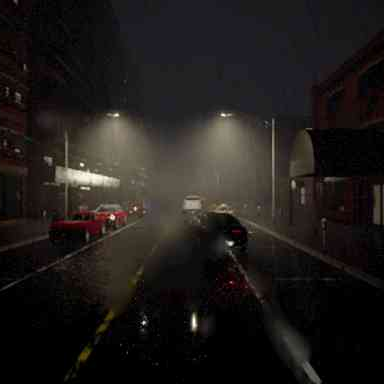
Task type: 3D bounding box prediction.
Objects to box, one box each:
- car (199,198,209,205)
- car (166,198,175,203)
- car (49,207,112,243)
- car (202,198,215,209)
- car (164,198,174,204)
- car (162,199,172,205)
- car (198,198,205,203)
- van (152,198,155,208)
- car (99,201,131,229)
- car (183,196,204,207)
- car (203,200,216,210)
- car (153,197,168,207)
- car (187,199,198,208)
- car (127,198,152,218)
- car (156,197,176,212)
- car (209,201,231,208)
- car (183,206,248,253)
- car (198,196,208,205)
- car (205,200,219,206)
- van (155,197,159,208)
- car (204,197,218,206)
[{"bbox_3d":[2.639,2.040,72.367,1.967,1.590,4.097,0,-1,0],"label":"car"},{"bbox_3d":[-5.754,2.307,88.976,2.008,1.369,4.403,0,-1,0],"label":"car"},{"bbox_3d":[-5.701,1.674,16.969,1.887,1.381,4.507,0,0,0],"label":"car"},{"bbox_3d":[2.651,1.890,55.750,1.967,1.590,4.097,0,-1,0],"label":"car"},{"bbox_3d":[-5.750,2.253,83.438,2.008,1.369,4.403,0,-1,0],"label":"car"},{"bbox_3d":[-5.746,2.216,77.900,1.947,1.339,4.313,0,-1,0],"label":"car"},{"bbox_3d":[2.622,2.378,94.521,1.947,1.339,4.313,0,-1,0],"label":"car"},{"bbox_3d":[-5.717,1.647,39.128,1.690,1.788,3.998,0,0,0],"label":"van"},{"bbox_3d":[-5.704,1.612,22.508,1.967,1.590,4.097,0,0,0],"label":"car"},{"bbox_3d":[0.071,1.536,41.113,2.150,2.045,5.566,0,-1,0],"label":"car"},{"bbox_3d":[2.655,1.927,50.380,1.752,1.417,4.829,0,-1,0],"label":"car"},{"bbox_3d":[-5.733,1.815,61.283,2.192,1.841,5.009,0,-1,0],"label":"car"},{"bbox_3d":[0.057,1.995,57.952,1.812,1.442,4.674,0,-1,0],"label":"car"},{"bbox_3d":[-5.712,1.575,33.588,2.192,1.841,5.009,0,0,0],"label":"car"},{"bbox_3d":[-3.121,1.841,44.310,2.128,1.511,4.902,0,-1,0],"label":"car"},{"bbox_3d":[2.671,1.742,28.224,1.752,1.417,4.829,0,0,0],"label":"car"},{"bbox_3d":[0.873,1.615,14.413,1.837,1.490,4.892,0,0,-12],"label":"car"},{"bbox_3d":[2.635,1.965,77.909,2.192,1.841,5.009,0,-1,0],"label":"car"},{"bbox_3d":[2.667,1.811,33.592,2.008,1.369,4.403,0,0,0],"label":"car"},{"bbox_3d":[-5.725,1.742,50.205,1.690,1.788,3.998,0,0,0],"label":"van"},{"bbox_3d":[2.660,1.668,44.672,2.192,1.841,5.009,0,0,0],"label":"car"}]
